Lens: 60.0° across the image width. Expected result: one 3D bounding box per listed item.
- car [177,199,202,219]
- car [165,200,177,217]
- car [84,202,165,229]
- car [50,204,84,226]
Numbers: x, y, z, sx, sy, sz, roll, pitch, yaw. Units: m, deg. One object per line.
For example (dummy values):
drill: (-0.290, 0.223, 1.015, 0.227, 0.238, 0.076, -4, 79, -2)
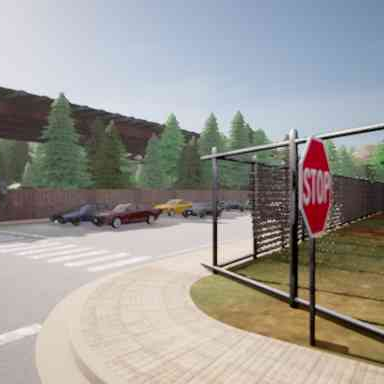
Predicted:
car: (0.934, 1.561, 29.436, 1.994, 1.385, 4.181, 0, 0, 36)
car: (-1.595, 1.473, 31.910, 1.882, 1.535, 5.008, 0, 0, 36)
car: (-4.354, 1.474, 22.167, 1.882, 1.535, 5.008, 0, 0, 36)
car: (-7.353, 1.543, 23.993, 2.033, 1.411, 5.357, 0, 0, 36)
